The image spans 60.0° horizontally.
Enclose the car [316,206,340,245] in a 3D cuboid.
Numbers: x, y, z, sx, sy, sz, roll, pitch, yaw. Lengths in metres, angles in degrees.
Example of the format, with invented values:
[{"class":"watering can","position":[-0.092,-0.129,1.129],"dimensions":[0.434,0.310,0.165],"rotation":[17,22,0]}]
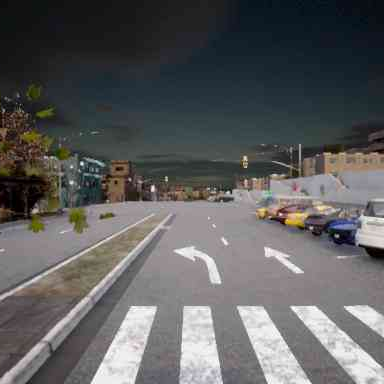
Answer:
[{"class":"car","position":[8.076,1.510,13.978],"dimensions":[5.008,1.535,2.097],"rotation":[1,0,-20]}]

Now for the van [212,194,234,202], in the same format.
[{"class":"van","position":[7.965,1.541,81.136],"dimensions":[4.442,1.987,1.878],"rotation":[1,-1,-20]}]

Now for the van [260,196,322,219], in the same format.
[{"class":"van","position":[7.964,1.335,25.868],"dimensions":[4.442,1.987,1.878],"rotation":[1,0,-20]}]

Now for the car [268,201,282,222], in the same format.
[{"class":"car","position":[8.096,1.578,22.940],"dimensions":[4.792,1.488,2.163],"rotation":[1,-1,-20]}]

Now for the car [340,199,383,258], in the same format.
[{"class":"car","position":[8.099,1.250,11.014],"dimensions":[5.566,2.045,2.435],"rotation":[1,0,-20]}]

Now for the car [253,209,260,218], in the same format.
[{"class":"car","position":[7.898,1.571,28.826],"dimensions":[5.366,1.575,1.946],"rotation":[1,0,-20]}]

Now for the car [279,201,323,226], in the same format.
[{"class":"car","position":[8.244,1.534,20.010],"dimensions":[5.366,1.575,1.946],"rotation":[1,-1,-20]}]

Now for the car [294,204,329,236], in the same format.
[{"class":"car","position":[8.064,1.523,16.963],"dimensions":[4.892,1.521,2.231],"rotation":[1,-1,-20]}]
